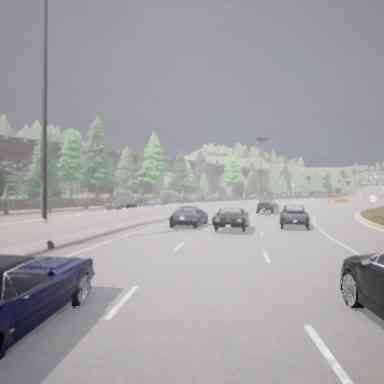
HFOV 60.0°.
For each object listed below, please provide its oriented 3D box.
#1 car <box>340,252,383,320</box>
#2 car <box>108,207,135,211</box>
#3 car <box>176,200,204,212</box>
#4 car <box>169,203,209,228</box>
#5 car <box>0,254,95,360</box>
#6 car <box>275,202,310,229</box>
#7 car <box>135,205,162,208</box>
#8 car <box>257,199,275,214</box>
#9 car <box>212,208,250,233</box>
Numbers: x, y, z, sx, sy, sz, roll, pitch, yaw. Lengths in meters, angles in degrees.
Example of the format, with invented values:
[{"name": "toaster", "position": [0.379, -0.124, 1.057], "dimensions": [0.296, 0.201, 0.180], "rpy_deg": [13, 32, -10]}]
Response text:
[{"name": "car", "position": [3.915, 1.533, 5.043], "dimensions": [2.128, 1.511, 4.902], "rpy_deg": [0, 0, 3]}, {"name": "car", "position": [-8.759, 1.492, 41.715], "dimensions": [2.097, 1.767, 4.553], "rpy_deg": [0, 0, 23]}, {"name": "car", "position": [-0.213, 1.754, 43.656], "dimensions": [1.994, 1.385, 4.181], "rpy_deg": [0, 0, 26]}, {"name": "car", "position": [-0.135, 1.665, 23.184], "dimensions": [1.994, 1.385, 4.181], "rpy_deg": [0, 0, 14]}, {"name": "car", "position": [-3.127, 1.609, 5.123], "dimensions": [1.895, 1.301, 4.718], "rpy_deg": [0, 0, 4]}, {"name": "car", "position": [6.999, 1.626, 22.917], "dimensions": [2.128, 1.511, 4.902], "rpy_deg": [0, 0, 15]}, {"name": "car", "position": [-4.795, 1.686, 42.085], "dimensions": [1.812, 1.442, 4.674], "rpy_deg": [0, -1, 25]}, {"name": "car", "position": [8.805, 1.628, 38.417], "dimensions": [1.837, 1.490, 4.892], "rpy_deg": [0, 0, 25]}, {"name": "car", "position": [2.547, 1.616, 20.691], "dimensions": [1.895, 1.301, 4.718], "rpy_deg": [0, 0, 13]}]
